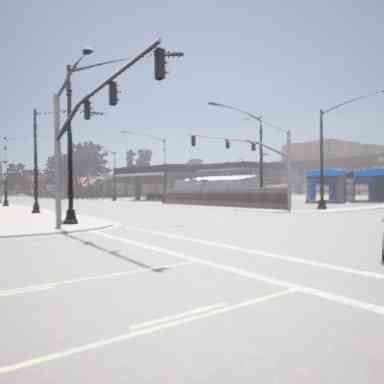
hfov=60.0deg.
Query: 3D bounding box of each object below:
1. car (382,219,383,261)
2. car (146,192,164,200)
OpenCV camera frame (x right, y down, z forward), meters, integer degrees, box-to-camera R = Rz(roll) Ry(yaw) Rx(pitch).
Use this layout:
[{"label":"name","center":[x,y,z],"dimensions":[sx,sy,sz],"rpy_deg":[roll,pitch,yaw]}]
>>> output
[{"label":"car","center":[7.543,1.386,11.166],"dimensions":[1.882,1.535,5.008],"rpy_deg":[1,1,32]},{"label":"car","center":[-8.386,0.926,78.175],"dimensions":[4.611,1.667,2.242],"rpy_deg":[-1,1,-35]}]
